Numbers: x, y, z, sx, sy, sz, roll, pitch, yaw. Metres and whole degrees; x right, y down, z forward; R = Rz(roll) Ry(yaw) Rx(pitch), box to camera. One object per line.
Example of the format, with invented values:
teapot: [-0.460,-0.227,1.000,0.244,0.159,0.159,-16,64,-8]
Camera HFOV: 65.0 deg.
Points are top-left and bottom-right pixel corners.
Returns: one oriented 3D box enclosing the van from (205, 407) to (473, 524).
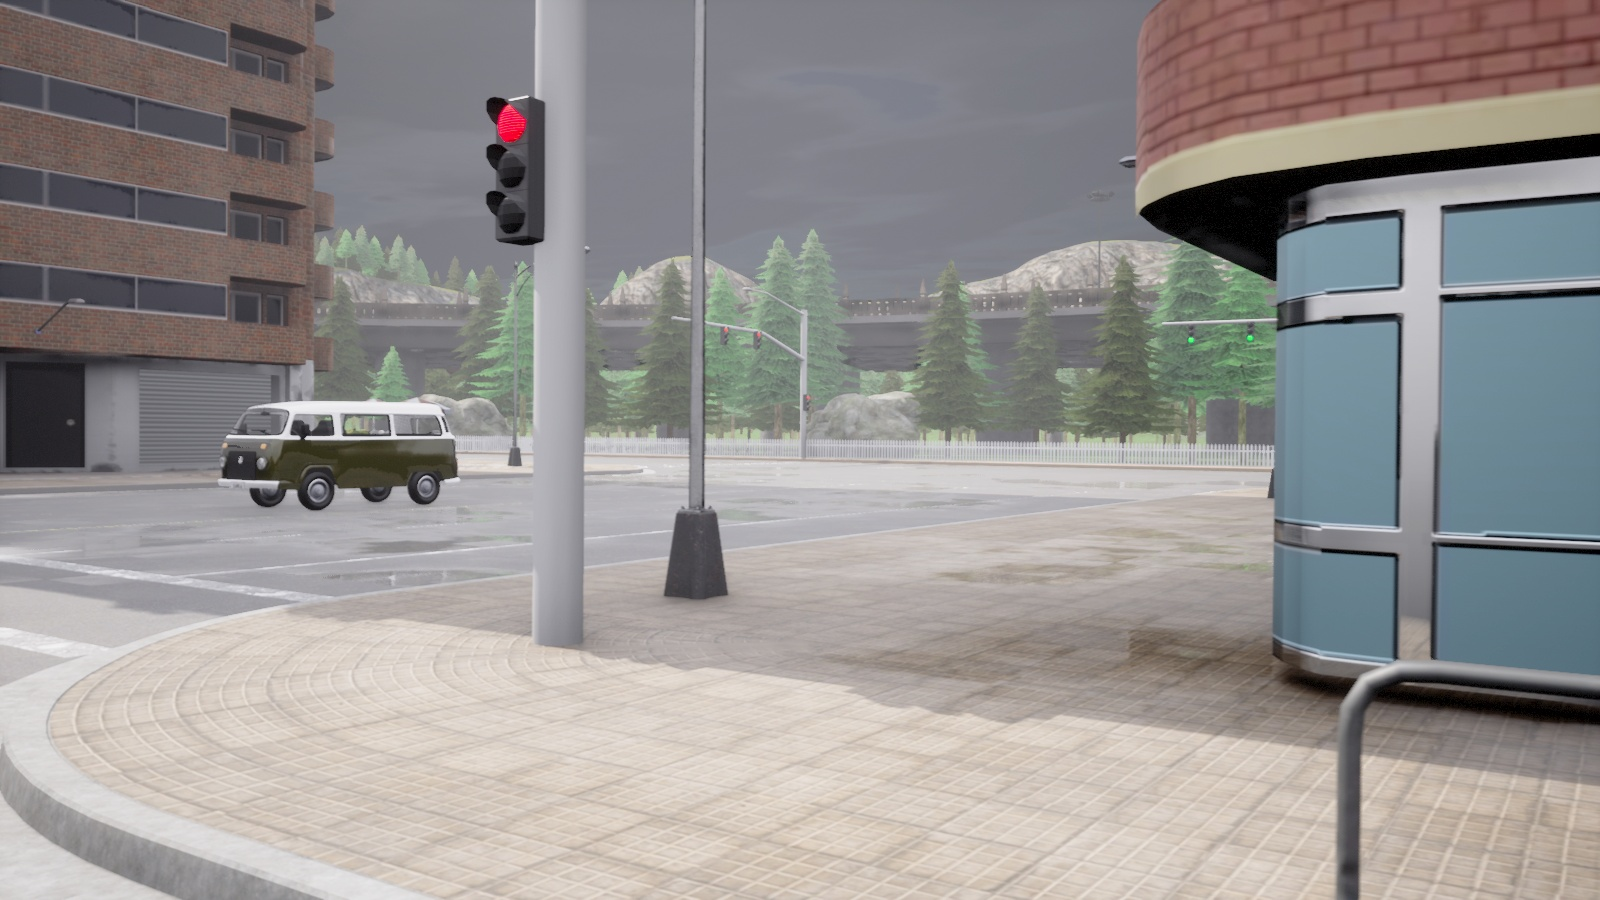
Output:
van: [-8.787,0.232,24.302,2.069,2.038,4.480,0,1,34]
